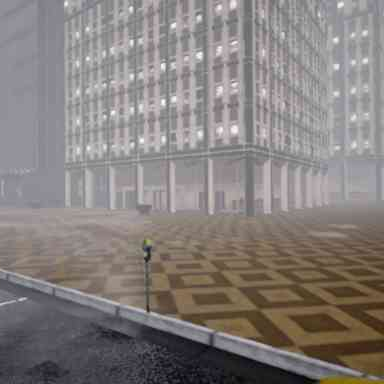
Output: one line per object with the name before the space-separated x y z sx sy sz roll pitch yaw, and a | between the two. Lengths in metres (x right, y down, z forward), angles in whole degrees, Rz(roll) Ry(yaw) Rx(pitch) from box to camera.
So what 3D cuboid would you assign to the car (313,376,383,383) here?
car | 2.528 1.531 1.085 4.829 1.417 1.752 0 -1 36
